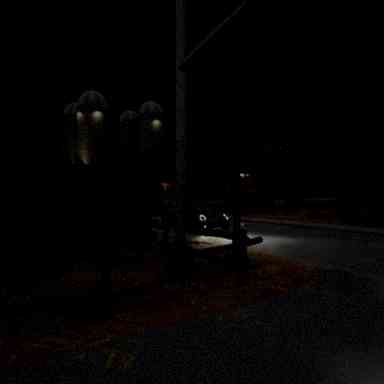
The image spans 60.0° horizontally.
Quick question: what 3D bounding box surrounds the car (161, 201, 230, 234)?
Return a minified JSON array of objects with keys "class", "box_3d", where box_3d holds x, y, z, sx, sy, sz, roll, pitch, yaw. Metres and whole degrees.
[{"class":"car","box_3d":[0.112,1.348,19.204,2.097,1.767,4.553,0,0,-35]}]
